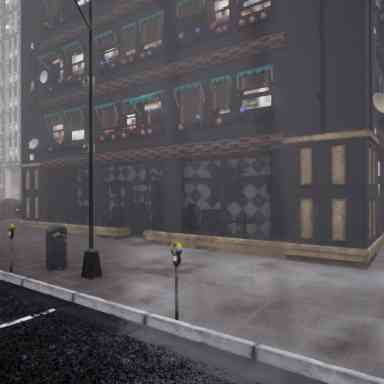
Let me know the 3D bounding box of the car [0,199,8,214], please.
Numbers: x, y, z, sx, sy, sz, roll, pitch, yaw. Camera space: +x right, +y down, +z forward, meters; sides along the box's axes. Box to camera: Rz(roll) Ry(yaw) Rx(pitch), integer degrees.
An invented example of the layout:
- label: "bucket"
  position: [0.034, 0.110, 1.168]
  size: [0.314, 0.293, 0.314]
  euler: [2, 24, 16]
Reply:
- label: "car"
  position: [-16.179, 1.308, 29.050]
  size: [1.994, 1.385, 4.181]
  euler: [0, 1, 35]

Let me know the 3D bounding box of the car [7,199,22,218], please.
- label: "car"
  position: [-11.417, 1.282, 25.736]
  size: [1.947, 1.339, 4.313]
  euler: [1, 1, 35]
